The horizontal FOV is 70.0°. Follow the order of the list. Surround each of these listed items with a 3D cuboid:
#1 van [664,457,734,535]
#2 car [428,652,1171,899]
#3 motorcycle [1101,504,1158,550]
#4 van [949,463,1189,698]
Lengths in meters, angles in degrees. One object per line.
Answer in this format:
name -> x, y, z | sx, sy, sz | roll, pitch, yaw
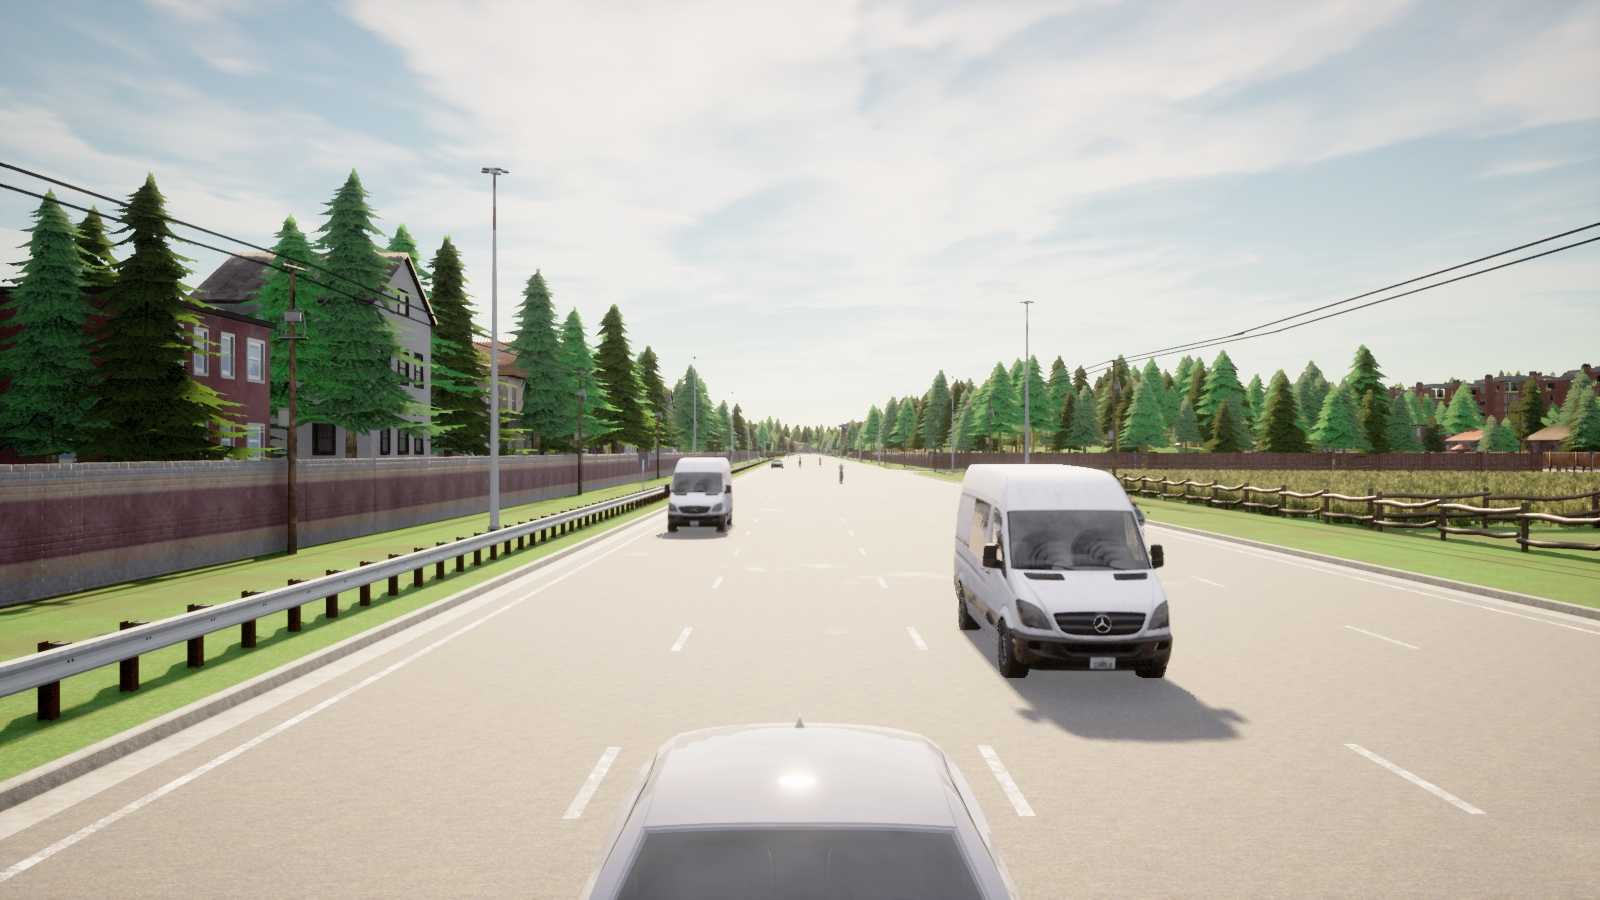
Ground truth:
van -> -3.510, 1.561, 40.887 | 1.988, 2.561, 5.915 | 0, 0, 0
car -> -0.001, 2.038, 4.684 | 2.097, 1.535, 5.006 | 0, 0, 0
motorcycle -> 9.526, 2.208, 33.104 | 0.803, 1.199, 2.033 | 0, 0, -9
van -> 3.493, 1.541, 16.152 | 1.988, 2.561, 5.915 | 0, 1, 0
